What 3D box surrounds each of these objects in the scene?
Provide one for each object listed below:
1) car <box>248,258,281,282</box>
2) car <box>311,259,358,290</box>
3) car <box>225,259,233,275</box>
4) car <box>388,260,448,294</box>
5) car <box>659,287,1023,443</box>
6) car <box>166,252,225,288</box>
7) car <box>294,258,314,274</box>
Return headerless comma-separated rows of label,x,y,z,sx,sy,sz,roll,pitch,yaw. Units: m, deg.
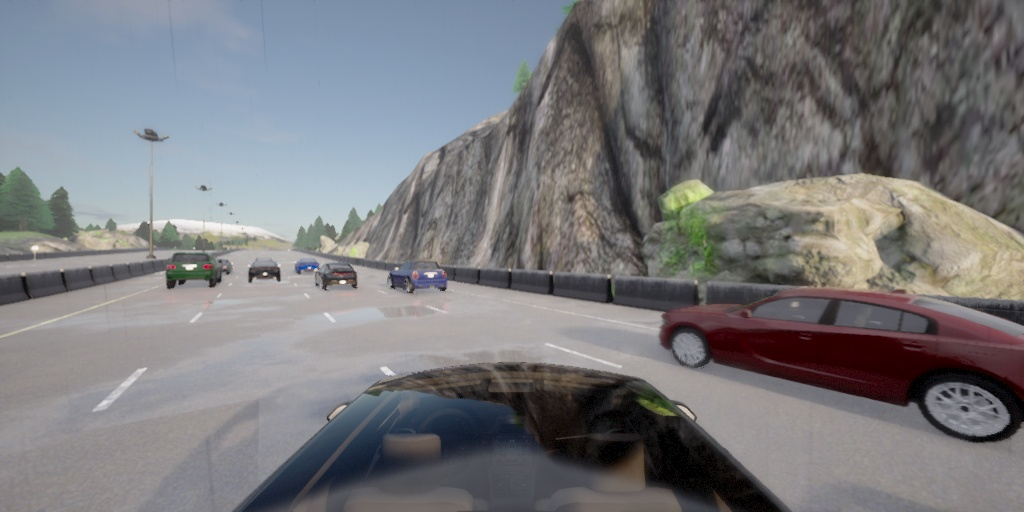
car,-18.348,1.052,26.609,1.882,1.535,5.008,0,1,-35
car,-10.699,1.157,21.731,1.837,1.490,4.892,0,0,-35
car,-27.472,0.979,33.610,2.033,1.411,5.357,0,1,-35
car,-5.410,1.033,20.251,2.097,1.767,4.553,0,0,-35
car,4.801,1.221,5.549,1.882,1.535,5.008,0,0,-35
car,-19.620,0.820,22.305,2.150,2.045,5.566,0,-1,-35
car,-20.453,0.935,35.774,1.882,1.535,5.008,0,1,-35
